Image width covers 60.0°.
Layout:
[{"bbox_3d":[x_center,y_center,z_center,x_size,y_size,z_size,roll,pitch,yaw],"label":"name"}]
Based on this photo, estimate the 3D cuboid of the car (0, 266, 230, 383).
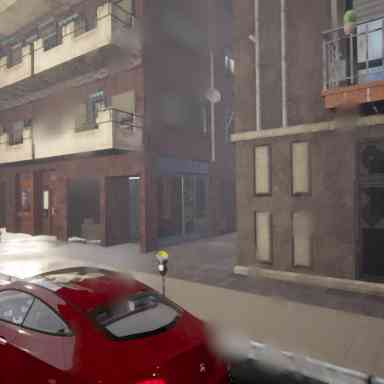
[{"bbox_3d":[-1.566,1.583,3.969,4.206,1.307,1.802,0,-1,36],"label":"car"}]
